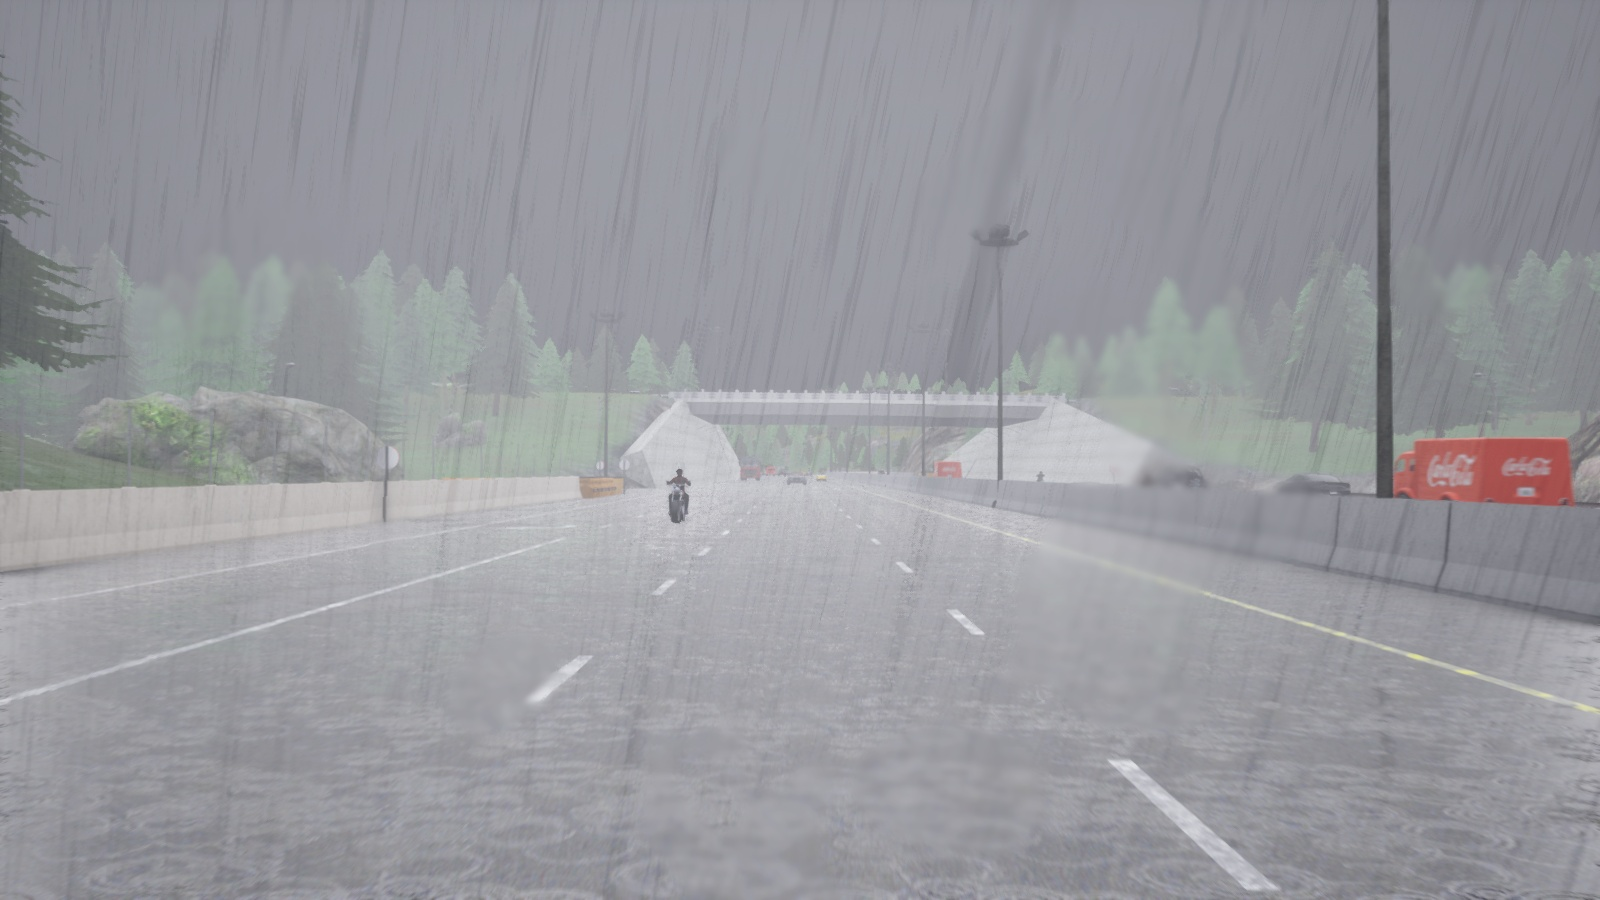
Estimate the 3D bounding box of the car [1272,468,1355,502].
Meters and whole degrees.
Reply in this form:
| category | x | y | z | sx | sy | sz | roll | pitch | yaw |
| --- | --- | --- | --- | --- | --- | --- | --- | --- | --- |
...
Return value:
| category | x | y | z | sx | sy | sz | roll | pitch | yaw |
| --- | --- | --- | --- | --- | --- | --- | --- | --- | --- |
| car | 24.355 | 1.652 | 59.815 | 1.882 | 1.535 | 5.008 | 0 | -1 | 0 |

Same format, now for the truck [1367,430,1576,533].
| category | x | y | z | sx | sy | sz | roll | pitch | yaw |
| --- | --- | --- | --- | --- | --- | --- | --- | --- | --- |
| truck | 17.392 | 0.788 | 32.920 | 2.627 | 2.467 | 5.204 | 0 | -1 | -1 |

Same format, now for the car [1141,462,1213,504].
| category | x | y | z | sx | sy | sz | roll | pitch | yaw |
| --- | --- | --- | --- | --- | --- | --- | --- | --- | --- |
| car | 17.359 | 1.491 | 58.052 | 1.932 | 1.855 | 4.605 | 0 | -1 | 0 |

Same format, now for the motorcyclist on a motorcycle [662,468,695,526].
| category | x | y | z | sx | sy | sz | roll | pitch | yaw |
| --- | --- | --- | --- | --- | --- | --- | --- | --- | --- |
| motorcyclist on a motorcycle | -3.590 | 1.376 | 37.275 | 0.766 | 1.649 | 2.350 | 0 | -1 | 0 |
